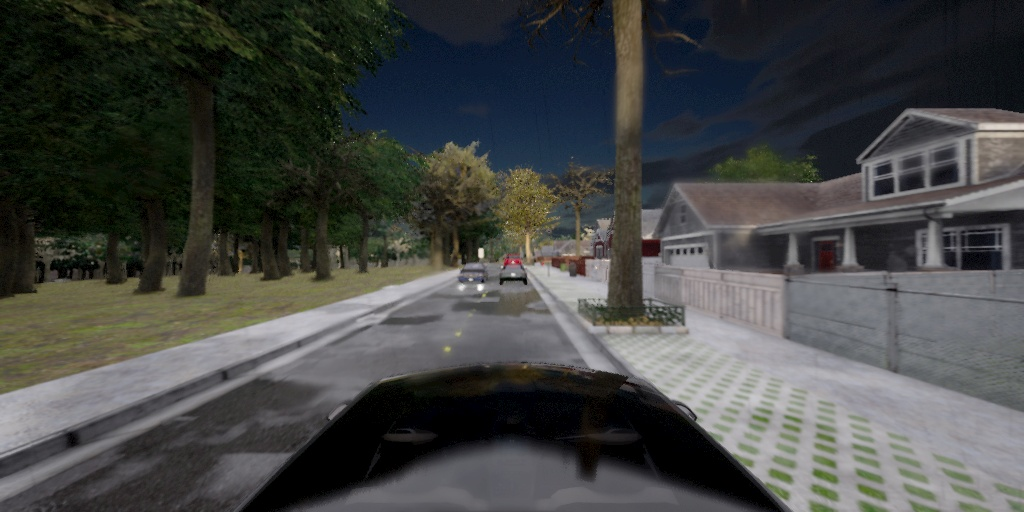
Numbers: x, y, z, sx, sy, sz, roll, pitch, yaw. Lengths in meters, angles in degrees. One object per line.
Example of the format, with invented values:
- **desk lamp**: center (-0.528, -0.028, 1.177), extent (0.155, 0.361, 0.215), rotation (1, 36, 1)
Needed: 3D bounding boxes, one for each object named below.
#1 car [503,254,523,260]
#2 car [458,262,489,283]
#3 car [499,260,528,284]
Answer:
- **car**: center (0.123, 0.795, 44.053), extent (2.150, 2.045, 5.566), rotation (0, 0, 0)
- **car**: center (-2.745, 1.187, 26.647), extent (2.033, 1.411, 5.357), rotation (0, 0, 0)
- **car**: center (0.099, 1.208, 26.067), extent (1.994, 1.385, 4.181), rotation (0, 0, 0)
